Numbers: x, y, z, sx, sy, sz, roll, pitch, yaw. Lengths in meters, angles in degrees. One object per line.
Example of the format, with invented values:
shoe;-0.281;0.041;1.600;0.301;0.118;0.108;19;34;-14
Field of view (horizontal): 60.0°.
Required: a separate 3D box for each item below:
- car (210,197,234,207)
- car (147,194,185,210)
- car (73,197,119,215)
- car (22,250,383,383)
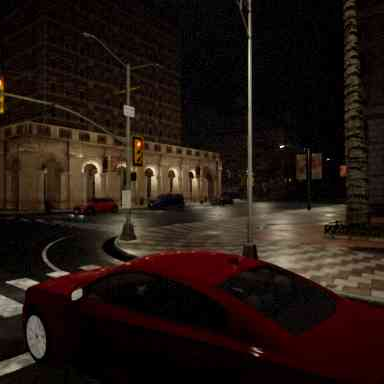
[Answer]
car;4.825;1.490;53.120;2.128;1.511;4.902;0;0;38
car;-3.228;1.219;42.797;2.150;2.045;5.566;0;0;38
car;-9.887;1.351;34.369;2.097;1.767;4.553;0;0;39
car;-0.206;1.478;4.081;5.008;1.535;1.882;0;0;38
